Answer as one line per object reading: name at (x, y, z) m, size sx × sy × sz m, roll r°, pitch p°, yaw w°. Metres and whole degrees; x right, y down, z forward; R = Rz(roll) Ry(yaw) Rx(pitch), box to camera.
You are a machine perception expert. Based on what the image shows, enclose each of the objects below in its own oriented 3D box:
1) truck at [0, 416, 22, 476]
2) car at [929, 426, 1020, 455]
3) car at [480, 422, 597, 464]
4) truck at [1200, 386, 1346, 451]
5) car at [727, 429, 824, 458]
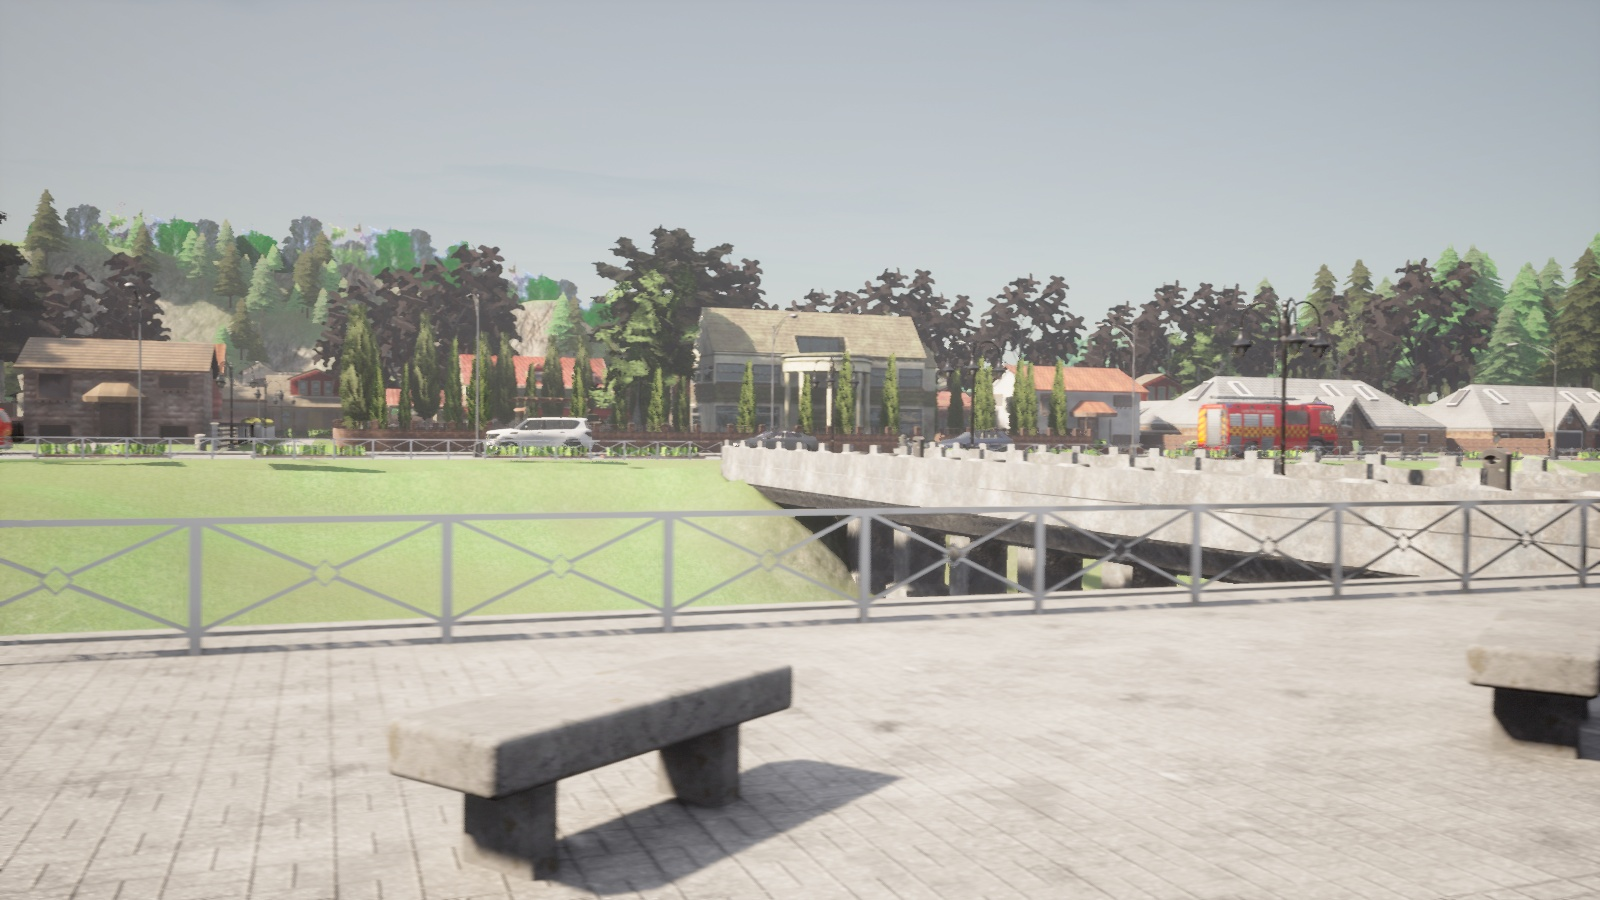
truck at (-35.522, -0.151, 51.988) m, size 5.204 × 2.467 × 2.627 m, roll -1°, pitch 1°, yaw -21°
car at (10.238, -0.581, 73.633) m, size 4.856 × 1.649 × 2.033 m, roll -1°, pitch 1°, yaw -21°
car at (-13.454, -0.389, 64.642) m, size 5.566 × 2.045 × 2.150 m, roll -1°, pitch 1°, yaw -21°
truck at (28.770, -1.920, 76.372) m, size 8.468 × 3.827 × 2.891 m, roll -1°, pitch 1°, yaw -21°
car at (-1.366, -0.357, 69.231) m, size 4.902 × 1.511 × 2.128 m, roll -1°, pitch 1°, yaw -21°
